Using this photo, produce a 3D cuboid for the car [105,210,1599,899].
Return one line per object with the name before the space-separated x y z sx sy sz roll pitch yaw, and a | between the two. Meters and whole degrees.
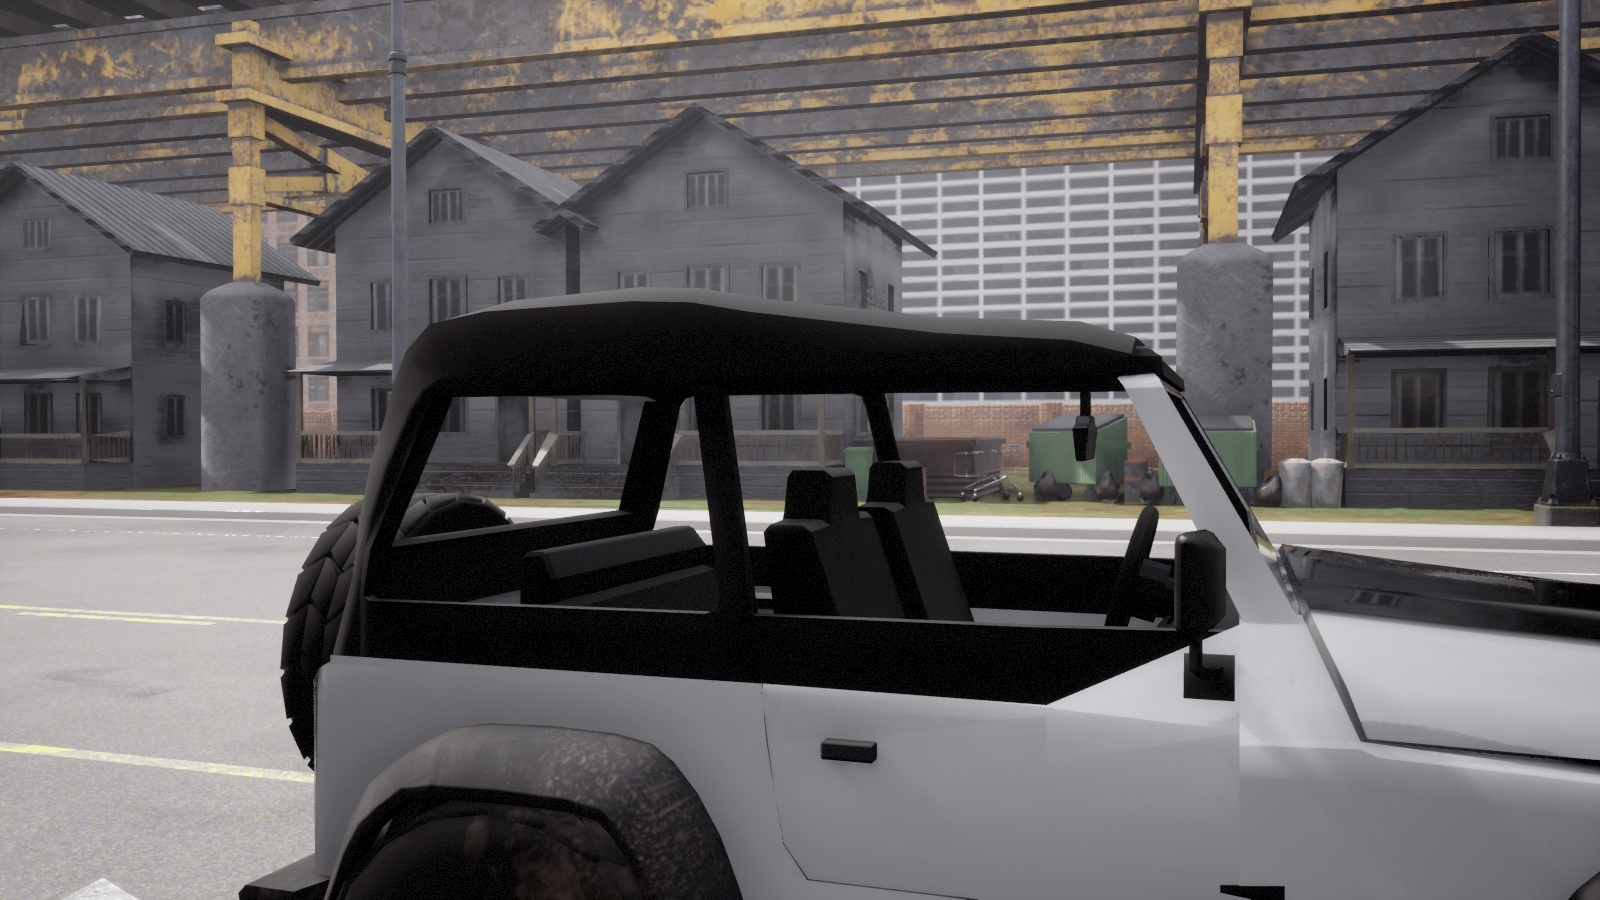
car | 0.641 0.577 2.981 3.866 1.878 1.905 1 1 19
